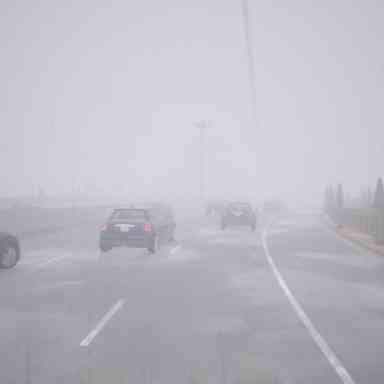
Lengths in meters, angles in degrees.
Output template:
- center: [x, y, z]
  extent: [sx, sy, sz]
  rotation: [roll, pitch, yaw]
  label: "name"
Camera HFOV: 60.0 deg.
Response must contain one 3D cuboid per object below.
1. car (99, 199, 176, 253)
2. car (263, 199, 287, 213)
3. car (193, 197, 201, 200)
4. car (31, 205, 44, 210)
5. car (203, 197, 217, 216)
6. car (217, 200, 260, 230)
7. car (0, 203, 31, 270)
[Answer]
- center: [-2.041, 1.333, 13.821]
  extent: [2.097, 1.767, 4.553]
  rotation: [0, 0, 9]
  label: "car"
- center: [9.605, 1.493, 38.228]
  extent: [1.882, 1.535, 5.008]
  rotation: [0, 0, 26]
  label: "car"
- center: [1.514, 1.516, 52.737]
  extent: [1.837, 1.490, 4.892]
  rotation: [0, 0, 32]
  label: "car"
- center: [-13.909, 1.521, 25.942]
  extent: [1.895, 1.301, 4.718]
  rotation: [0, 0, 15]
  label: "car"
- center: [2.710, 1.495, 31.272]
  extent: [1.837, 1.490, 4.892]
  rotation: [0, 0, 21]
  label: "car"
- center: [3.197, 1.351, 21.468]
  extent: [2.097, 1.767, 4.553]
  rotation: [0, 0, 14]
  label: "car"
- center: [-6.322, 1.318, 8.165]
  extent: [2.097, 1.767, 4.553]
  rotation: [0, 0, 5]
  label: "car"
